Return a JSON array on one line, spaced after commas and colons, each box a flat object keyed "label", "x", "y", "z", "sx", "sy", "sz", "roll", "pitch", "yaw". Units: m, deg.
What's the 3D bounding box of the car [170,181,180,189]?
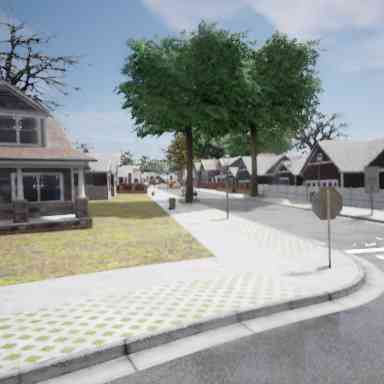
[{"label": "car", "x": -3.994, "y": -1.479, "z": 87.027, "sx": 1.882, "sy": 1.535, "sz": 5.008, "roll": -2, "pitch": 2, "yaw": -8}]

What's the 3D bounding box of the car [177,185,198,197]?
[{"label": "car", "x": -0.468, "y": -0.043, "z": 51.287, "sx": 2.033, "sy": 1.411, "sz": 5.357, "roll": -2, "pitch": 2, "yaw": -10}]
